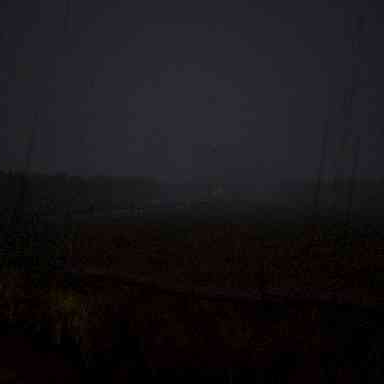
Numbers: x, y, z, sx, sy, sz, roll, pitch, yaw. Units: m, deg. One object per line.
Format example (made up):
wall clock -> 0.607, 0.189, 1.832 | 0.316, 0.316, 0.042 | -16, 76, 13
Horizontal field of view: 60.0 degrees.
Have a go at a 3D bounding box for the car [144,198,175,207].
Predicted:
car -> -3.824, 1.426, 40.330 | 1.812, 1.442, 4.674 | 0, 0, 30

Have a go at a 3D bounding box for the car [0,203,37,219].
car -> -13.534, 1.511, 23.203 | 2.033, 1.411, 5.357 | 0, 0, 29

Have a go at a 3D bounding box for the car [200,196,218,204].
car -> 2.466, 1.307, 46.845 | 2.128, 1.511, 4.902 | 0, 1, 18
